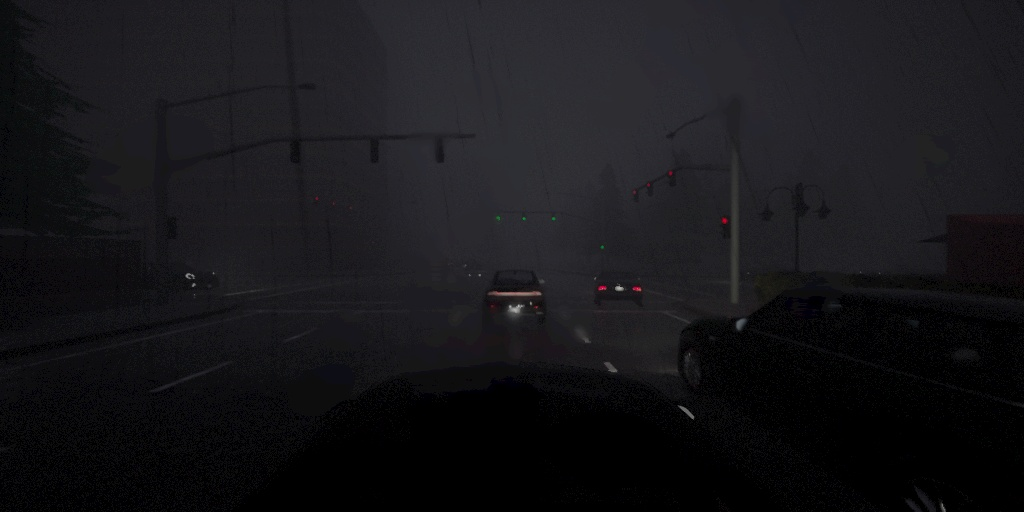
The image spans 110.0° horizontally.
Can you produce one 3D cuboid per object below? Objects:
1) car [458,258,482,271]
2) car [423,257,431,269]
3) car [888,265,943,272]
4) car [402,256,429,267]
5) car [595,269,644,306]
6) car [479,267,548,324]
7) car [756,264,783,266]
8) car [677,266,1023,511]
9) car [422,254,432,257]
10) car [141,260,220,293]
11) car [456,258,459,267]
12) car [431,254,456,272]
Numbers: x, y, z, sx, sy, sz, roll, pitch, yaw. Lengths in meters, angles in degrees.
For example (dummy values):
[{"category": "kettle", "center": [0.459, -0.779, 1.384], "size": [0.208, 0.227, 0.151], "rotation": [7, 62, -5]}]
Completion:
[{"category": "car", "center": [-5.106, 1.140, 45.323], "size": [1.994, 1.385, 4.181], "rotation": [0, 0, -18]}, {"category": "car", "center": [-10.623, 1.157, 50.266], "size": [1.895, 1.301, 4.718], "rotation": [0, 0, -26]}, {"category": "car", "center": [28.832, 1.309, 26.720], "size": [4.718, 1.301, 1.895], "rotation": [0, 0, 1]}, {"category": "car", "center": [-15.544, 1.126, 58.003], "size": [1.895, 1.301, 4.718], "rotation": [0, 0, -40]}, {"category": "car", "center": [4.578, 1.259, 15.509], "size": [2.033, 1.411, 5.357], "rotation": [0, 0, 15]}, {"category": "car", "center": [0.097, 1.203, 11.815], "size": [2.128, 1.511, 4.902], "rotation": [0, 0, 0]}, {"category": "car", "center": [19.014, 1.271, 26.799], "size": [4.181, 1.385, 1.994], "rotation": [0, 0, 0]}, {"category": "car", "center": [3.600, 1.094, 3.718], "size": [2.097, 1.767, 4.553], "rotation": [0, 0, 0]}, {"category": "car", "center": [-13.621, 0.733, 61.307], "size": [2.150, 2.045, 5.566], "rotation": [0, 0, -41]}, {"category": "car", "center": [-18.988, 1.084, 19.894], "size": [4.553, 1.767, 2.097], "rotation": [0, 0, 0]}, {"category": "car", "center": [-8.164, 1.071, 53.122], "size": [1.812, 1.442, 4.674], "rotation": [0, 0, -29]}, {"category": "car", "center": [-7.988, 0.943, 41.669], "size": [2.097, 1.767, 4.553], "rotation": [0, 0, -13]}]
